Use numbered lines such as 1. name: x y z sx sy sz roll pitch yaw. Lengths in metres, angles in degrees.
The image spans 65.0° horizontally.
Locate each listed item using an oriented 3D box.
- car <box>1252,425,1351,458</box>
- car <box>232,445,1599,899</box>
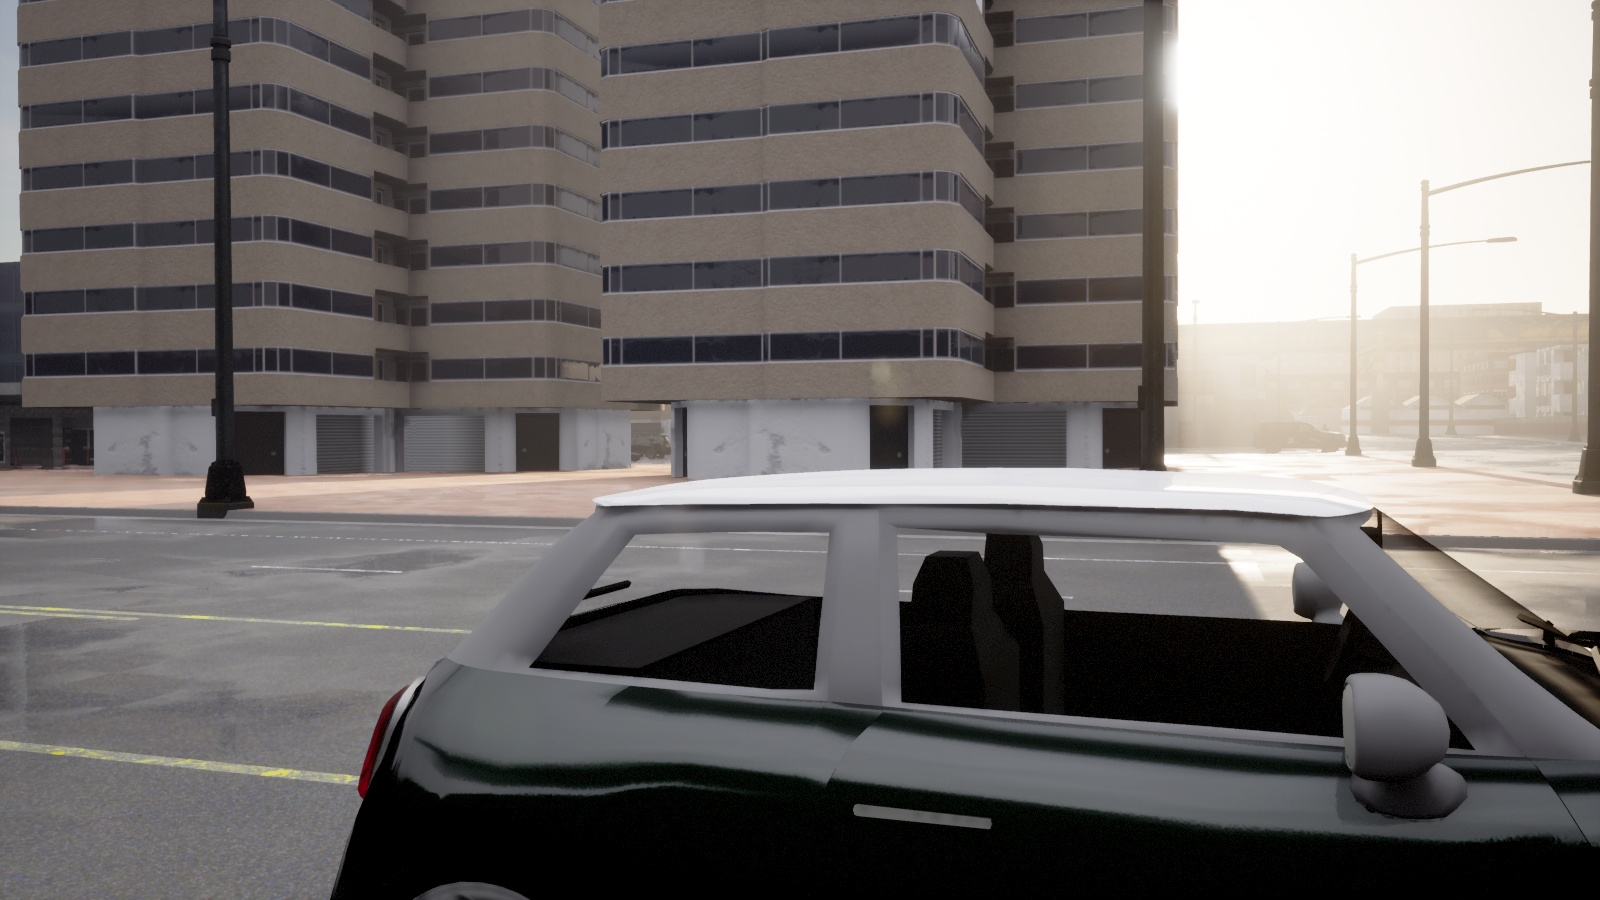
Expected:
1. car: 31.084 -0.531 78.041 5.566 2.045 2.150 0 1 17
2. car: 0.941 0.749 2.925 3.806 1.475 1.970 1 1 19
